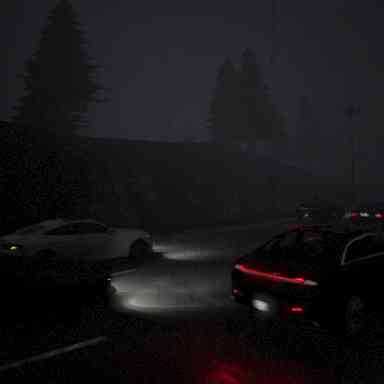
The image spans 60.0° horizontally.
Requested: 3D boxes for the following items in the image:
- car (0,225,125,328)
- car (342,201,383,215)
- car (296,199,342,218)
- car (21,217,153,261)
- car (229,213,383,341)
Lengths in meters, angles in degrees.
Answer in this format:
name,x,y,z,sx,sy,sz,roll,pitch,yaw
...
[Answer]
name,x,y,z,sx,sy,sz,roll,pitch,yaw
car,-4.034,1.570,5.306,5.357,1.411,2.033,-1,1,-36
car,11.172,1.264,20.046,2.033,1.411,5.357,0,0,42
car,8.836,1.223,22.712,2.128,1.511,4.902,0,1,42
car,-3.435,1.507,10.257,4.674,1.442,1.812,-1,1,-39
car,2.834,1.412,6.468,4.902,1.511,2.128,-1,1,-41
